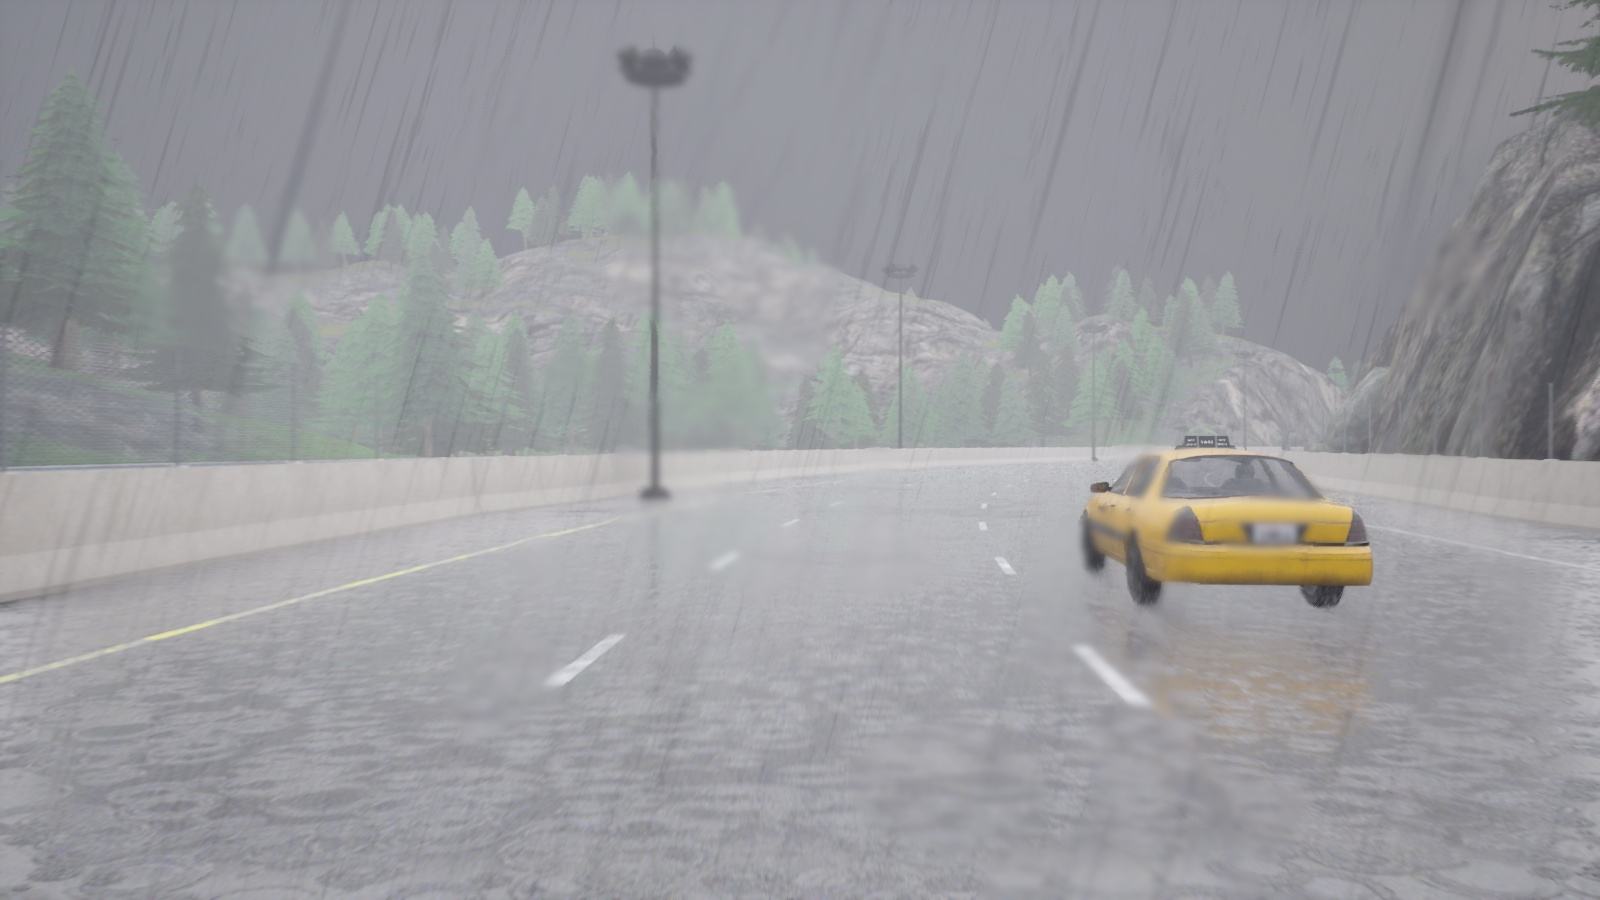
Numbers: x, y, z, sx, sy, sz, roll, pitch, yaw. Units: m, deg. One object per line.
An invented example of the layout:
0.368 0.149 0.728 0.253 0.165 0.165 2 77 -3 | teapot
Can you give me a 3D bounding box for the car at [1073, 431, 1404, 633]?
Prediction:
4.040 0.630 12.602 1.801 1.575 5.366 0 0 4 | car
